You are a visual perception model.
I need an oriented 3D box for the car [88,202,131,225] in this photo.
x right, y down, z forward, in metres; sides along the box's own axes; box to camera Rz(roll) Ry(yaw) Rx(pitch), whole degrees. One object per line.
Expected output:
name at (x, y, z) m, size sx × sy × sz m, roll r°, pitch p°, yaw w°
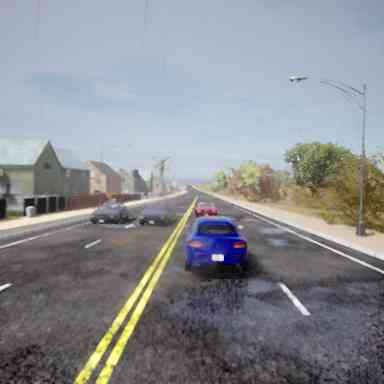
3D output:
car at (-5.649, 1.449, 23.678) m, size 2.033 × 1.411 × 5.357 m, roll 1°, pitch 0°, yaw 1°

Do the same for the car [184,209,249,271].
car at (0.723, 1.516, 10.833) m, size 1.812 × 1.442 × 4.674 m, roll 1°, pitch 0°, yaw 1°

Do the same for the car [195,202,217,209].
car at (1.183, 1.559, 28.816) m, size 1.895 × 1.301 × 4.718 m, roll 1°, pitch 0°, yaw 1°

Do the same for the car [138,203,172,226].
car at (-2.411, 1.482, 23.194) m, size 2.033 × 1.411 × 5.357 m, roll 1°, pitch 0°, yaw 1°
